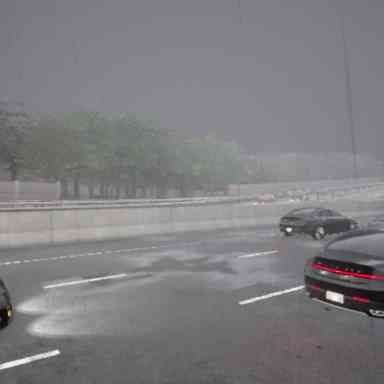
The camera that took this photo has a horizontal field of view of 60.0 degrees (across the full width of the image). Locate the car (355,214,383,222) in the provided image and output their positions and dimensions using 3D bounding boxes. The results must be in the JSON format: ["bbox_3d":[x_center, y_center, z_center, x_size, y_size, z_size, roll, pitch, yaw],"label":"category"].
[{"bbox_3d":[9.397,1.578,14.738,4.181,1.385,1.994,0,0,-35],"label":"car"}]

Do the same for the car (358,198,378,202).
[{"bbox_3d":[25.352,1.565,47.920,4.674,1.442,1.812,0,0,-35],"label":"car"}]

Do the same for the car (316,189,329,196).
[{"bbox_3d":[32.595,0.084,83.135,1.882,1.535,5.008,0,3,41],"label":"car"}]

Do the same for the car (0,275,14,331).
[{"bbox_3d":[-4.842,1.563,4.588,4.181,1.385,1.994,0,0,-36],"label":"car"}]

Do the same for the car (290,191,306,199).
[{"bbox_3d":[22.618,0.626,71.052,2.097,1.767,4.553,0,2,38],"label":"car"}]

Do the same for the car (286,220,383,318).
[{"bbox_3d":[4.363,1.513,6.978,4.892,1.490,1.837,0,0,-35],"label":"car"}]

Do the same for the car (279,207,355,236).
[{"bbox_3d":[6.526,1.518,16.988,4.892,1.490,1.837,0,0,-35],"label":"car"}]

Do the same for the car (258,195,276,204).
[{"bbox_3d":[13.246,1.246,58.558,1.812,1.442,4.674,0,2,36],"label":"car"}]
